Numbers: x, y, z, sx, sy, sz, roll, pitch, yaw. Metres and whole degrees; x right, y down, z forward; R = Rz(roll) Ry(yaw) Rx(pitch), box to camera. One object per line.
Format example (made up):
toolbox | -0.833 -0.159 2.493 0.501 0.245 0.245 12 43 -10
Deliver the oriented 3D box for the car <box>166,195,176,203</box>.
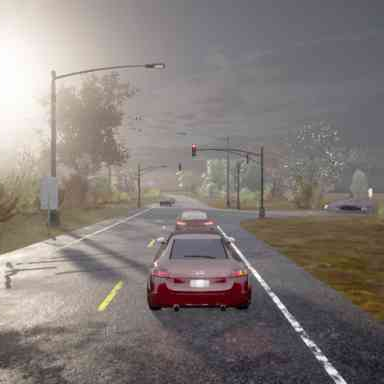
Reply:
car | -4.595 1.482 73.121 1.882 1.535 5.008 0 0 -2

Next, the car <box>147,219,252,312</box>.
car | 0.102 1.564 7.806 1.994 1.385 4.181 0 0 -1

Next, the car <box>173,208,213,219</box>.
car | 0.067 1.526 16.566 1.812 1.442 4.674 0 0 -2

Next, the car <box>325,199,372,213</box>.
car | 17.377 1.505 37.053 4.902 1.511 2.128 0 0 1

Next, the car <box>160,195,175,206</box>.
car | -4.140 1.603 53.175 1.895 1.301 4.718 0 0 -1

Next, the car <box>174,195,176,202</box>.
car | -4.360 1.567 63.234 1.994 1.385 4.181 0 0 -1

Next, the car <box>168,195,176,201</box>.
car | -4.956 1.483 83.602 1.882 1.535 5.008 0 0 -2
